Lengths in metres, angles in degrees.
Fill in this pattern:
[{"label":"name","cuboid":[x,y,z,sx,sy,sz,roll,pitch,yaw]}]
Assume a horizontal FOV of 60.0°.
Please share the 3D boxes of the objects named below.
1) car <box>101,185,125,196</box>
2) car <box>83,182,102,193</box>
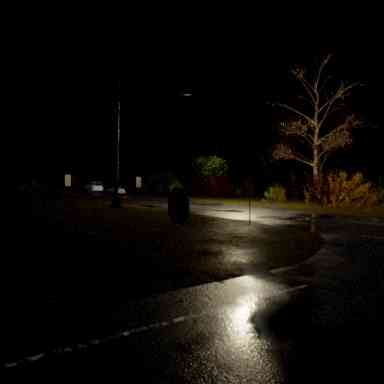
[{"label":"car","cuboid":[-11.935,-0.193,51.680,1.812,1.442,4.674,0,2,-36]},{"label":"car","cuboid":[-17.789,-0.820,59.817,2.150,2.045,5.566,0,2,-36]}]
